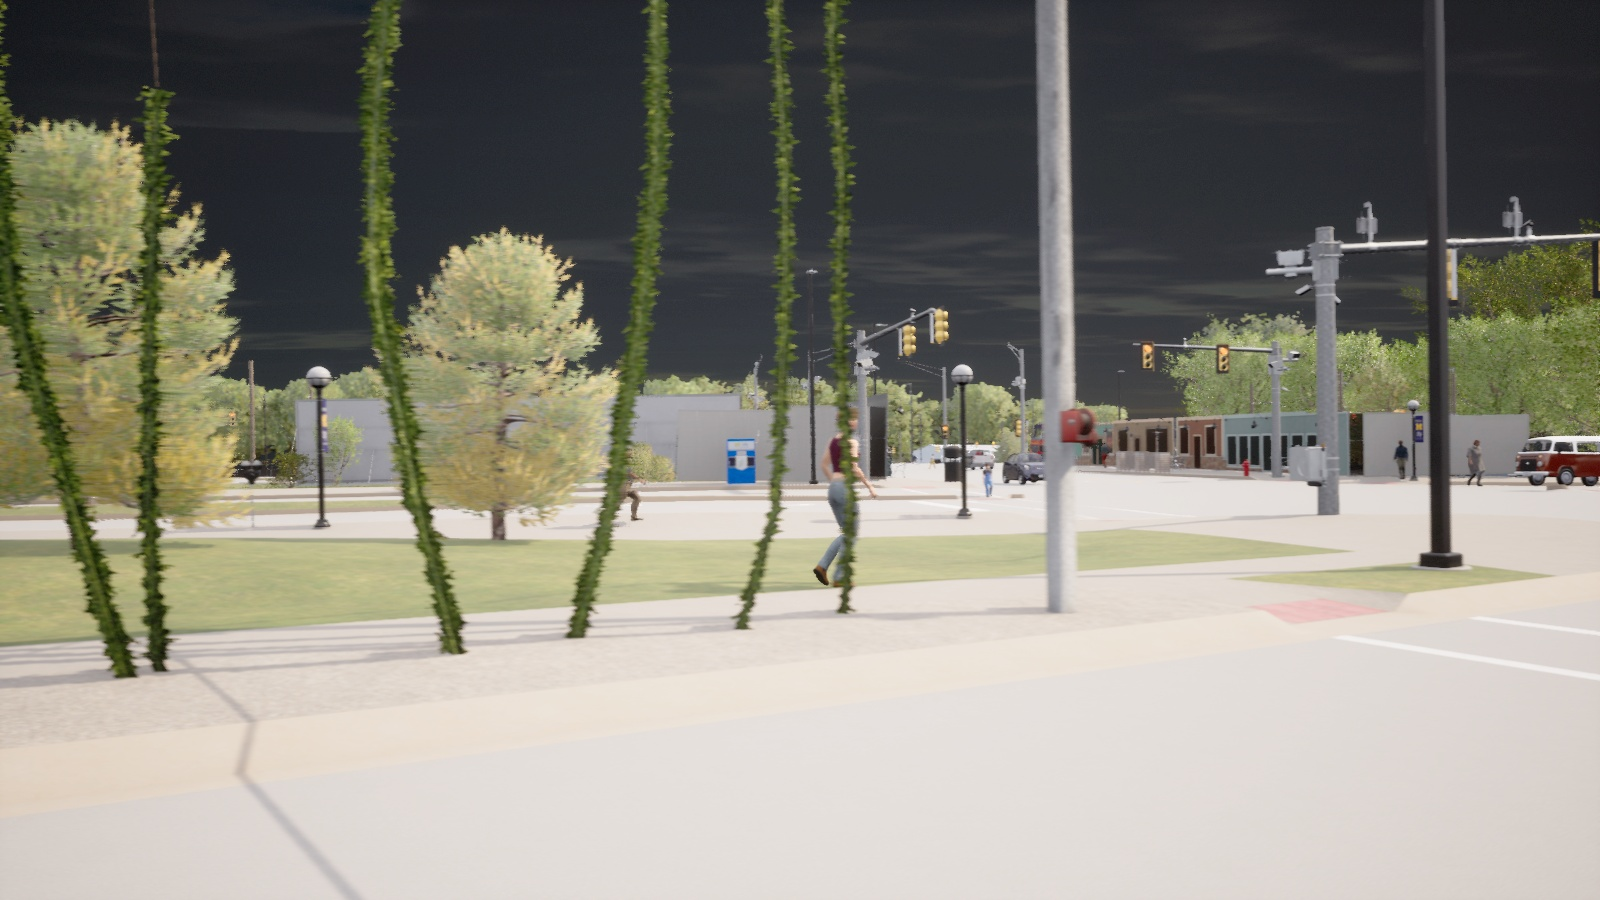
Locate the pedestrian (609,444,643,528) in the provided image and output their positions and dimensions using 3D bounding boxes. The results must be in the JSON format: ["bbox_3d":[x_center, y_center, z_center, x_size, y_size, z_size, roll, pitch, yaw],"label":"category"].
[{"bbox_3d":[-3.884,0.799,28.052,0.694,1.848,0.540,-1,1,-8],"label":"pedestrian"}]

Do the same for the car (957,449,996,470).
[{"bbox_3d":[13.087,0.705,93.128,1.845,1.501,3.633,-1,0,-9],"label":"car"}]

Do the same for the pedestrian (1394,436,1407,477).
[{"bbox_3d":[27.030,0.300,56.505,0.370,1.835,0.726,-1,1,36],"label":"pedestrian"}]

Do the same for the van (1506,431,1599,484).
[{"bbox_3d":[31.026,0.316,50.269,4.480,2.038,2.069,1,-1,-10],"label":"van"}]

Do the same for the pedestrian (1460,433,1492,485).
[{"bbox_3d":[25.721,0.332,47.806,0.659,1.952,0.873,-1,1,-6],"label":"pedestrian"}]

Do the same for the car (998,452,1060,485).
[{"bbox_3d":[10.983,0.878,60.502,1.845,1.501,3.633,-1,0,-8],"label":"car"}]

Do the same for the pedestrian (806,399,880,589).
[{"bbox_3d":[0.428,0.417,12.430,0.594,1.836,0.345,-2,1,-33],"label":"pedestrian"}]

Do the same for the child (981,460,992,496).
[{"bbox_3d":[6.670,1.009,44.904,0.270,1.263,0.437,-1,1,-6],"label":"child"}]
